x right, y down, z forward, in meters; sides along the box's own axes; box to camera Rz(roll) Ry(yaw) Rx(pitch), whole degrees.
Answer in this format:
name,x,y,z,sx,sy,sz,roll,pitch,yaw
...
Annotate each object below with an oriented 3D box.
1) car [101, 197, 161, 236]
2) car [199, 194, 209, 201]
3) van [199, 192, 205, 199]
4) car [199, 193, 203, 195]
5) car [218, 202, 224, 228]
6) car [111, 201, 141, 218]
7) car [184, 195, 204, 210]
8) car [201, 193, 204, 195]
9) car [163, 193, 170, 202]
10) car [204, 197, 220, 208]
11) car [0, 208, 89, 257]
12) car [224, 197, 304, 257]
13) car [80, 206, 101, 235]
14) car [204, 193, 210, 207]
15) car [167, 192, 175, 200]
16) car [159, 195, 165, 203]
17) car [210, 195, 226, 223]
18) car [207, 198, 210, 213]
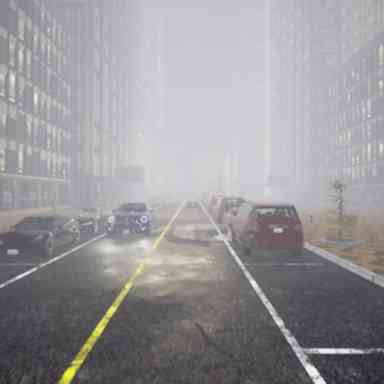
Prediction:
name,x,y,z,sx,sy,sz,roll,pitch,yaw
car,-3.090,1.291,17.864,2.097,1.767,4.553,0,0,0
car,2.667,1.183,73.684,1.967,1.590,4.097,0,0,0
van,2.662,1.024,90.301,1.690,1.788,3.998,0,0,0
car,2.671,1.348,62.606,1.947,1.339,4.313,0,0,0
car,2.687,1.483,18.291,1.887,1.381,4.507,0,0,0
car,-5.697,1.480,29.367,1.802,1.307,4.206,0,0,0
car,0.083,1.410,39.838,2.033,1.411,5.357,0,0,0
car,2.675,1.346,51.697,1.752,1.417,4.829,0,0,0
car,-5.709,1.363,62.602,1.802,1.307,4.206,0,0,0
car,2.677,1.392,45.988,2.008,1.369,4.403,0,0,0
car,-5.692,1.522,12.748,1.947,1.339,4.313,0,0,0
car,2.690,1.272,12.751,2.192,1.841,5.009,0,0,0
car,-5.693,1.487,18.287,2.008,1.369,4.403,0,0,0
car,2.682,1.195,34.909,2.192,1.841,5.009,0,0,0
car,-5.714,1.036,79.219,2.192,1.841,5.009,0,0,0
car,-5.705,1.402,51.524,1.802,1.307,4.206,0,0,0
car,2.686,1.234,23.830,2.192,1.841,5.009,0,0,0
car,2.683,1.465,29.370,1.947,1.339,4.313,0,0,0
